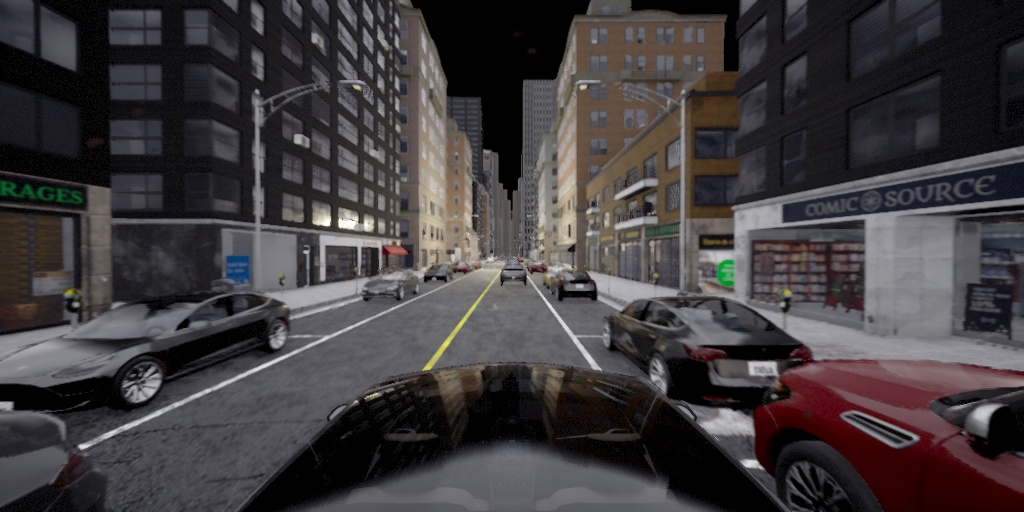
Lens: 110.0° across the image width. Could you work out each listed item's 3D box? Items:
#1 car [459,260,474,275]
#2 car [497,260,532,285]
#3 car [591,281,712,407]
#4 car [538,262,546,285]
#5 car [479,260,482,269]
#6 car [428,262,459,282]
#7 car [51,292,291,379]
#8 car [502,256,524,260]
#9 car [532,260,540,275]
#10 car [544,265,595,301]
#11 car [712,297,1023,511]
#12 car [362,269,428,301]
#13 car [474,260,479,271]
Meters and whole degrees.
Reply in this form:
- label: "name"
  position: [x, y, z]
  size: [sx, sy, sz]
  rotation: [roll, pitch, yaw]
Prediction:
- label: "car"
  position: [-5.656, 1.284, 39.319]
  size: [1.888, 1.381, 4.507]
  rotation: [0, 0, 0]
- label: "car"
  position: [0.108, 1.235, 26.127]
  size: [2.128, 1.511, 4.902]
  rotation: [0, 0, 0]
- label: "car"
  position: [2.858, 1.315, 6.148]
  size: [1.948, 1.339, 4.313]
  rotation: [0, 0, 0]
- label: "car"
  position: [2.864, 1.270, 22.906]
  size: [1.751, 1.417, 4.829]
  rotation: [0, 0, 0]
- label: "car"
  position: [-5.653, 1.278, 50.380]
  size: [1.888, 1.381, 4.507]
  rotation: [0, 0, 0]
- label: "car"
  position: [-5.660, 1.309, 28.257]
  size: [1.948, 1.339, 4.313]
  rotation: [0, 0, 0]
- label: "car"
  position: [-5.667, 1.315, 6.134]
  size: [1.948, 1.339, 4.313]
  rotation: [0, 0, 0]
- label: "car"
  position: [0.115, 1.087, 44.807]
  size: [2.097, 1.767, 4.553]
  rotation: [0, 0, 0]
- label: "car"
  position: [2.869, 1.283, 39.324]
  size: [1.888, 1.381, 4.507]
  rotation: [0, 0, 0]
- label: "car"
  position: [2.862, 1.312, 17.207]
  size: [1.948, 1.339, 4.313]
  rotation: [0, 0, 0]
- label: "car"
  position: [2.857, 1.065, 0.619]
  size: [2.192, 1.841, 5.009]
  rotation: [0, 0, 0]
- label: "car"
  position: [-5.663, 1.297, 17.196]
  size: [2.007, 1.370, 4.403]
  rotation: [0, 0, 0]
- label: "car"
  position: [-5.655, 1.286, 44.850]
  size: [2.007, 1.370, 4.403]
  rotation: [0, 0, 0]
